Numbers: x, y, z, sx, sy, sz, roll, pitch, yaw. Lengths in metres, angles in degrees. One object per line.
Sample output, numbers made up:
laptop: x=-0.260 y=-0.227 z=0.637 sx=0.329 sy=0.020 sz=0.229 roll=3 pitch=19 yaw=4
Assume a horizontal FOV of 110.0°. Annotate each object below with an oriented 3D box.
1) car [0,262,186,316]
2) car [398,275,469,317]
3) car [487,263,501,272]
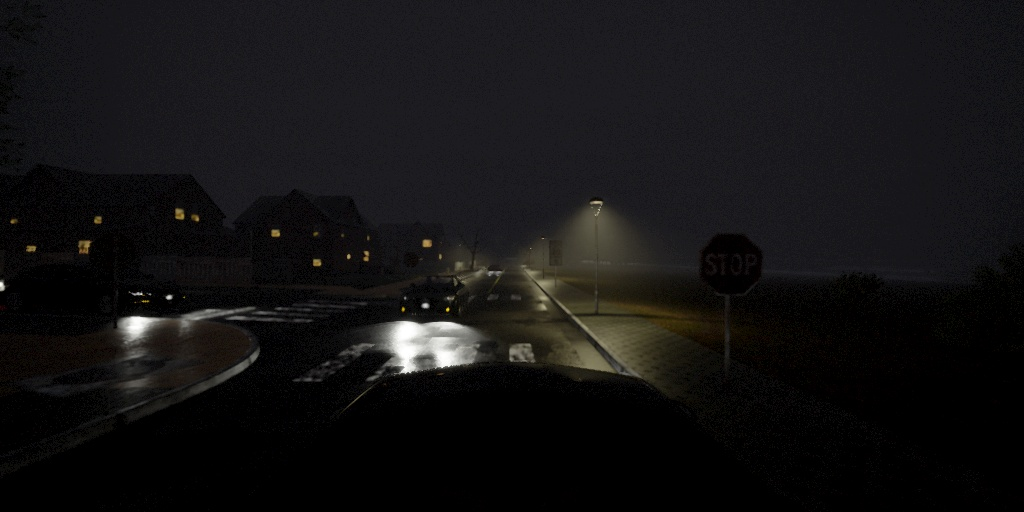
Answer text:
car: x=-13.155 y=0.977 z=11.361 sx=4.892 sy=1.490 sz=1.837 roll=2 pitch=0 yaw=3
car: x=-2.743 y=1.403 z=13.354 sx=1.994 sy=1.385 sz=4.181 roll=0 pitch=-1 yaw=0
car: x=-2.722 y=1.730 z=55.163 sx=1.994 sy=1.385 sz=4.181 roll=0 pitch=0 yaw=0
